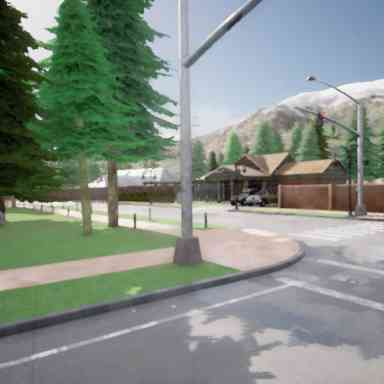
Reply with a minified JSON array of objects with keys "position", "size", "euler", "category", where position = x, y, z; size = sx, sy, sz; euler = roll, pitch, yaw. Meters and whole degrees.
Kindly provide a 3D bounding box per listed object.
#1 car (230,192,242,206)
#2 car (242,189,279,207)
[{"position":[6.249,0.628,37.808],"size":[3.866,1.878,1.905],"euler":[-1,1,-37],"category":"car"},{"position":[8.066,0.617,36.027],"size":[4.605,1.855,1.932],"euler":[-1,1,-37],"category":"car"}]
